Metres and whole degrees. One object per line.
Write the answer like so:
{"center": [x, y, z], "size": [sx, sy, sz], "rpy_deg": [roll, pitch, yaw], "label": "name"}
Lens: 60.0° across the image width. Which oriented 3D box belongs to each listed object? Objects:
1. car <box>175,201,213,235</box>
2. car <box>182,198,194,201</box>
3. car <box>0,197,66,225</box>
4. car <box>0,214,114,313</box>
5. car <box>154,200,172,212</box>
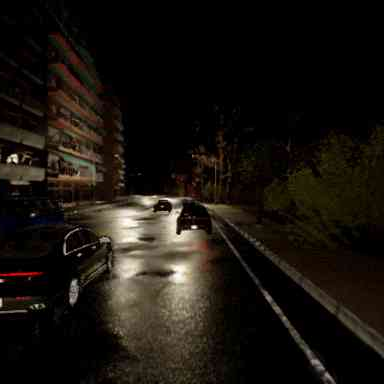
{"center": [0.108, 1.508, 19.032], "size": [1.837, 1.490, 4.892], "rpy_deg": [0, 0, 0], "label": "car"}
{"center": [-0.579, 1.571, 53.485], "size": [1.994, 1.385, 4.181], "rpy_deg": [0, 0, -3], "label": "car"}
{"center": [-6.494, 1.219, 12.236], "size": [2.150, 2.045, 5.566], "rpy_deg": [0, 0, 0], "label": "car"}
{"center": [-3.146, 1.505, 7.693], "size": [1.837, 1.490, 4.892], "rpy_deg": [0, 0, 0], "label": "car"}
{"center": [-3.333, 1.572, 38.588], "size": [1.994, 1.385, 4.181], "rpy_deg": [0, 0, -1], "label": "car"}
